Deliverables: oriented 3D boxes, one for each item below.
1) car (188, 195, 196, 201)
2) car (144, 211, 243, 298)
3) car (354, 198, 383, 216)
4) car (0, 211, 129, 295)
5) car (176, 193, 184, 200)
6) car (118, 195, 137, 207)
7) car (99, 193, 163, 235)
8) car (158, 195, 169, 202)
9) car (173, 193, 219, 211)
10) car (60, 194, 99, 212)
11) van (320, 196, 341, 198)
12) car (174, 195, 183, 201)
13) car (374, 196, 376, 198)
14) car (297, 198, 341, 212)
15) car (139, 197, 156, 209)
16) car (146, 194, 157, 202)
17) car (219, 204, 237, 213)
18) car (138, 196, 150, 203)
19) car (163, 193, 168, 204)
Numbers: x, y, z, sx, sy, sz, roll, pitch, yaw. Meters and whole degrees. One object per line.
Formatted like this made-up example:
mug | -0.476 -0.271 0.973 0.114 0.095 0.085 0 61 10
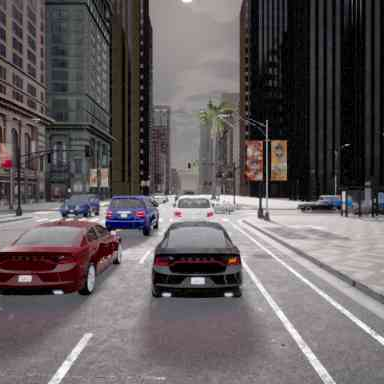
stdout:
car | -0.022 1.504 83.199 1.837 1.490 4.892 0 0 0
car | 0.097 1.477 8.573 1.882 1.535 5.008 0 0 0
car | 17.062 1.548 31.232 4.403 1.369 2.008 0 0 0
car | -3.152 1.477 8.727 1.882 1.535 5.008 0 0 0
car | -3.274 1.193 91.995 2.097 1.767 4.553 0 0 0
car | -9.858 1.354 50.992 2.097 1.767 4.553 0 0 0
car | -3.184 1.221 18.592 2.150 2.045 5.566 0 0 2
car | -6.521 1.529 77.249 2.128 1.511 4.902 0 0 0
car | 0.097 1.221 18.533 2.150 2.045 5.566 0 0 0
car | -9.853 1.221 29.875 2.150 2.045 5.566 0 0 -1
van | 17.056 1.314 39.756 3.998 1.788 1.690 0 0 0
car | -3.272 1.496 81.605 1.837 1.490 4.892 0 0 0
car | 23.993 1.197 37.094 5.566 2.045 2.150 0 0 0
car | 14.235 1.583 37.093 4.718 1.301 1.895 0 0 0
car | -6.342 1.492 47.574 2.128 1.511 4.902 0 0 -5
car | -9.771 1.359 80.195 2.097 1.767 4.553 0 0 0
car | 2.261 1.600 34.887 4.718 1.301 1.895 0 0 20
car | -9.771 1.528 68.599 1.812 1.442 4.674 0 0 0
car | -6.544 1.227 66.531 2.150 2.045 5.566 0 0 1
